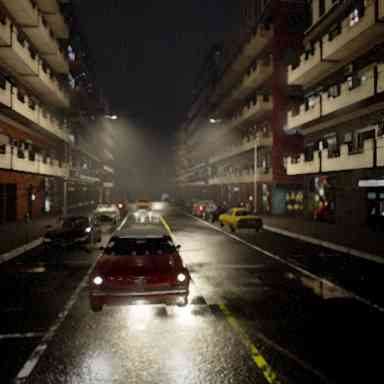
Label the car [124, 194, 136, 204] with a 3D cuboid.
[{"bbox_3d":[-12.757,1.372,68.734,2.192,1.841,5.009,-1,0,-8],"label":"car"}]

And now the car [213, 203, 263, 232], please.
[{"bbox_3d":[2.824,1.554,20.202,1.752,1.417,4.829,-1,0,-8],"label":"car"}]

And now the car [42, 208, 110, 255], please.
[{"bbox_3d":[-4.635,1.557,13.306,2.008,1.369,4.403,-1,0,-8],"label":"car"}]

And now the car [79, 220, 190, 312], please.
[{"bbox_3d":[-1.217,1.607,7.935,1.895,1.301,4.718,0,0,-8],"label":"car"}]

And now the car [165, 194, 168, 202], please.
[{"bbox_3d":[-3.671,1.595,64.546,1.752,1.417,4.829,-1,0,-8],"label":"car"}]

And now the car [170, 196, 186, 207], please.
[{"bbox_3d":[-2.022,1.625,53.291,1.947,1.339,4.313,-1,0,-8],"label":"car"}]

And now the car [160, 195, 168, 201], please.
[{"bbox_3d":[-7.705,1.649,92.092,2.008,1.369,4.403,-1,0,-8],"label":"car"}]

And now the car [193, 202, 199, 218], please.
[{"bbox_3d":[1.224,1.478,31.120,1.967,1.590,4.097,-1,0,-8],"label":"car"}]

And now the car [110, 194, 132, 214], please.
[{"bbox_3d":[-7.885,1.340,35.477,2.192,1.841,5.009,-1,0,-8],"label":"car"}]

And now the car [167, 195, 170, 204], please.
[{"bbox_3d":[-2.835,1.615,58.835,2.008,1.369,4.403,-1,0,-8],"label":"car"}]

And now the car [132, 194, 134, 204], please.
[{"bbox_3d":[-11.942,1.602,63.191,2.008,1.369,4.403,-1,0,-8],"label":"car"}]

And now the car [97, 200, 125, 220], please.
[{"bbox_3d":[-6.259,1.566,24.391,2.008,1.369,4.403,-1,0,-8],"label":"car"}]

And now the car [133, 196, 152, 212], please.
[{"bbox_3d":[-5.826,1.513,40.066,1.882,1.535,5.008,0,0,-8],"label":"car"}]

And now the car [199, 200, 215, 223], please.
[{"bbox_3d":[2.037,1.599,25.577,1.947,1.339,4.313,-1,0,-8],"label":"car"}]

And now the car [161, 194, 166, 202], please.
[{"bbox_3d":[-5.271,1.521,75.464,1.967,1.590,4.097,-1,0,-8],"label":"car"}]
